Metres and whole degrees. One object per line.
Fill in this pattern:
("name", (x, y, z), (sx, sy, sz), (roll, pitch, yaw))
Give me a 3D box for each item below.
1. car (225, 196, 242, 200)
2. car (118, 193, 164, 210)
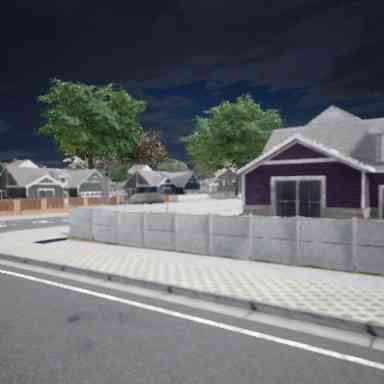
("car", (7.038, 1.236, 52.858), (1.895, 1.301, 4.718), (0, 1, 33))
("car", (-5.166, 1.123, 34.382), (2.150, 2.045, 5.566), (0, 1, 35))
